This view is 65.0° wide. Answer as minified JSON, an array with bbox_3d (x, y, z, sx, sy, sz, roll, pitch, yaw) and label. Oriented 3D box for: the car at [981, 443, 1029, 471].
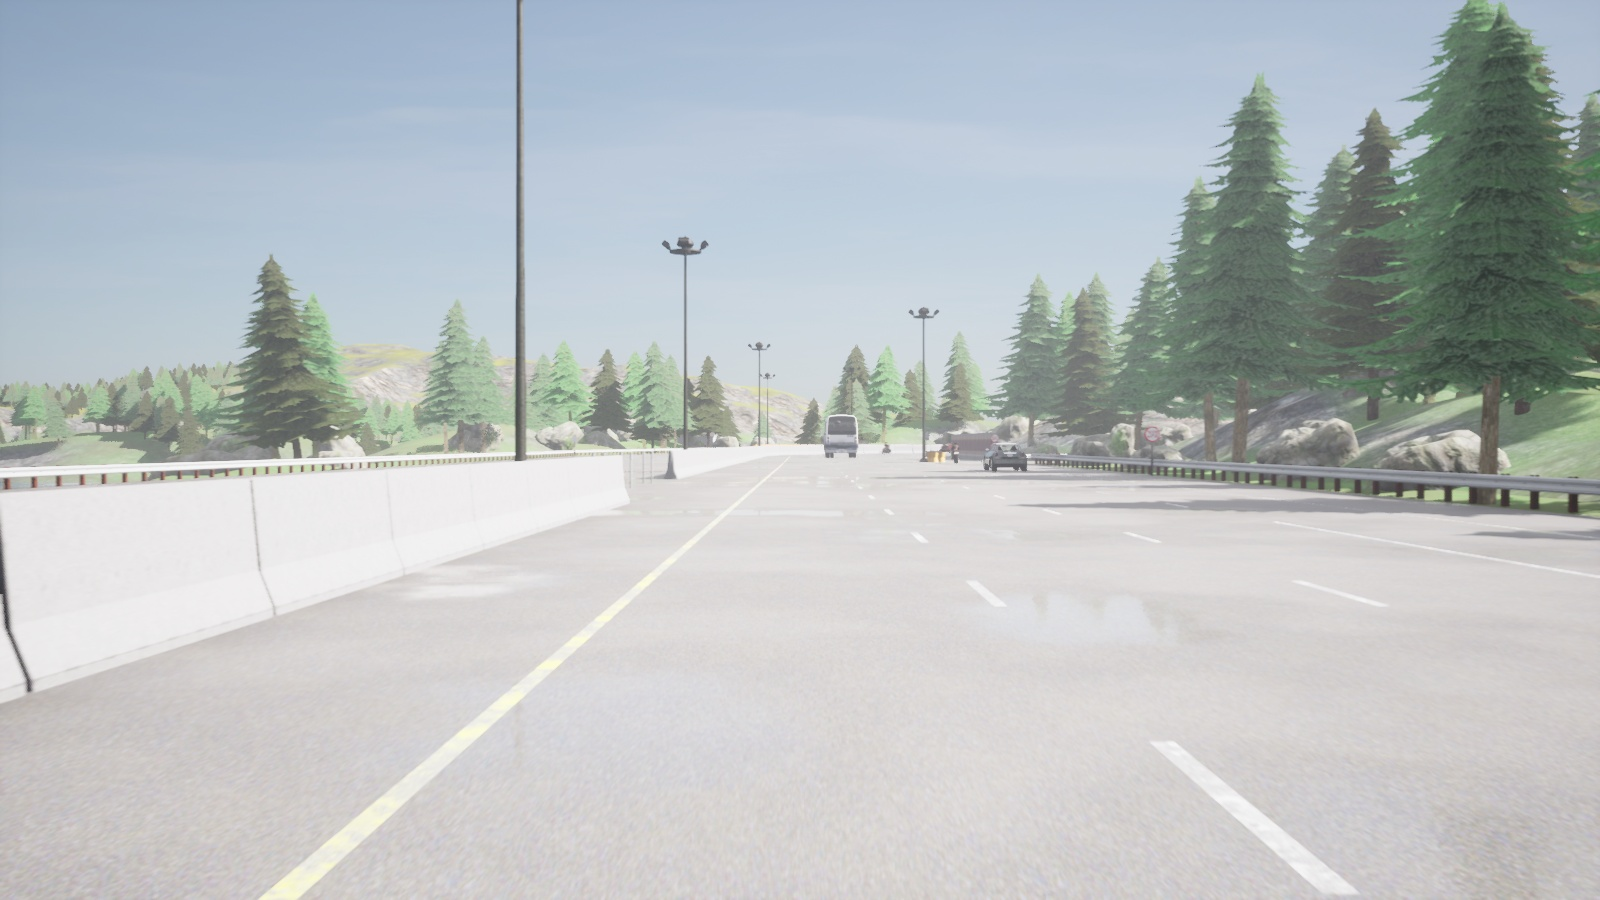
[{"bbox_3d":[10.902,0.343,66.964,1.970,1.475,3.806,0,0,0],"label":"car"}]
